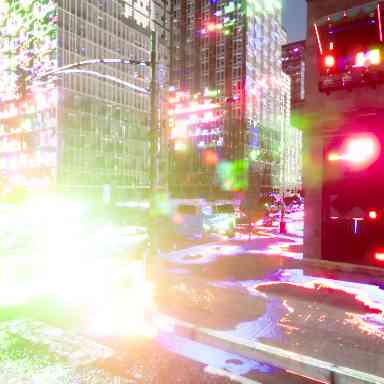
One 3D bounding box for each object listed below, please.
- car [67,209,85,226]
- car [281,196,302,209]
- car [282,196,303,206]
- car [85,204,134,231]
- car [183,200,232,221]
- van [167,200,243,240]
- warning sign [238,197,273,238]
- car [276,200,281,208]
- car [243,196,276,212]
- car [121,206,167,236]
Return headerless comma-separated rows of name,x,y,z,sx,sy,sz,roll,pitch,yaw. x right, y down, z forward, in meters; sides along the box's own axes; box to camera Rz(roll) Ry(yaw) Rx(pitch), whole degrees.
car,-6.061,1.467,21.854,1.947,1.339,4.313,1,1,35
car,13.030,1.439,44.303,2.033,1.411,5.357,1,1,36
car,16.184,1.364,53.348,1.752,1.417,4.829,1,1,35
car,-3.844,1.541,20.505,1.895,1.301,4.718,1,1,35
car,1.411,1.448,27.942,1.812,1.442,4.674,1,1,35
van,0.787,1.368,17.017,1.690,1.788,3.998,1,1,35
warning sign,3.072,1.177,16.130,1.300,1.860,1.060,1,1,35
car,9.899,1.294,44.448,1.967,1.590,4.097,1,1,35
car,6.839,1.384,35.611,1.882,1.535,5.008,1,1,35
car,-1.382,1.589,18.444,1.895,1.301,4.718,1,1,35
